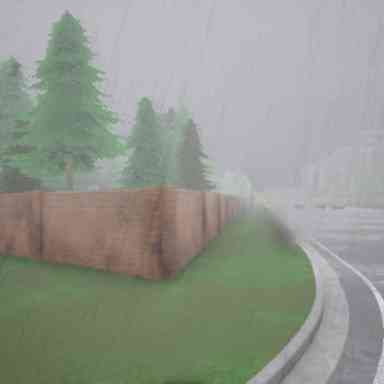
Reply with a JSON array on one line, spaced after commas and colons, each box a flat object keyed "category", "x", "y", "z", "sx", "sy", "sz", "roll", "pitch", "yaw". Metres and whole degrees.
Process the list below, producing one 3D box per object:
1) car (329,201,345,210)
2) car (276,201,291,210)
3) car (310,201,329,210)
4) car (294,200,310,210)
[{"category": "car", "x": 28.562, "y": 2.741, "z": 65.250, "sx": 1.994, "sy": 1.385, "sz": 4.181, "roll": -1, "pitch": -1, "yaw": 11}, {"category": "car", "x": 18.006, "y": 2.857, "z": 65.969, "sx": 1.812, "sy": 1.442, "sz": 4.674, "roll": -1, "pitch": -1, "yaw": 11}, {"category": "car", "x": 25.134, "y": 2.602, "z": 65.973, "sx": 2.097, "sy": 1.767, "sz": 4.553, "roll": -1, "pitch": -1, "yaw": 11}, {"category": "car", "x": 21.712, "y": 2.783, "z": 66.693, "sx": 1.882, "sy": 1.535, "sz": 5.008, "roll": -1, "pitch": -1, "yaw": 11}]
